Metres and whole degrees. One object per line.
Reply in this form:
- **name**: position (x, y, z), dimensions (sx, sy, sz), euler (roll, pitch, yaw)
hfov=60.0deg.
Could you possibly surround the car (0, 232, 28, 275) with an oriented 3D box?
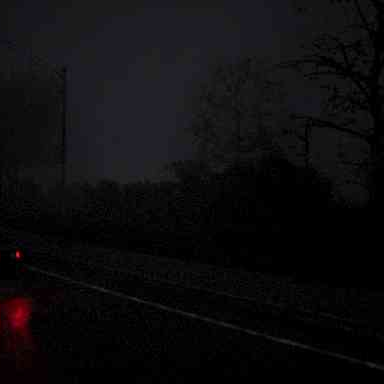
- **car**: position (-6.549, 1.615, 9.334), dimensions (4.718, 1.301, 1.895), euler (0, 0, 40)
